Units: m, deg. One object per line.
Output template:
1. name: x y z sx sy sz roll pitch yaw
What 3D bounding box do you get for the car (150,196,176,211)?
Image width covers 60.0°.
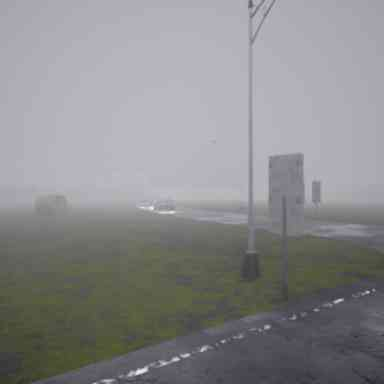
1. car: -3.443 1.583 41.232 1.994 1.385 4.181 -1 0 -19

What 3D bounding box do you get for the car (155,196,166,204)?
1. car: -6.161 1.542 64.624 2.033 1.411 5.357 -1 0 -6

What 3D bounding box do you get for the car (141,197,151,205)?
1. car: -7.836 1.424 57.157 1.895 1.301 4.718 -1 0 -10

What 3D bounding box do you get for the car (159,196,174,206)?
1. car: -4.280 1.492 54.380 1.837 1.490 4.892 -1 0 -12
